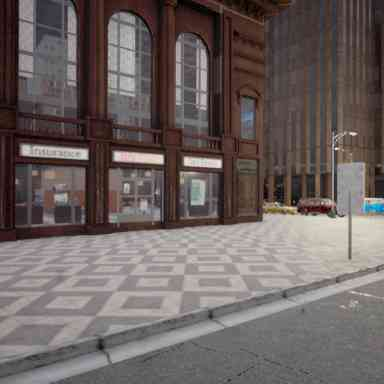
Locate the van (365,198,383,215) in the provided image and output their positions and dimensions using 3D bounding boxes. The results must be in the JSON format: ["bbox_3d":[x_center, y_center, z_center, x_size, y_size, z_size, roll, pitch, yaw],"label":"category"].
[{"bbox_3d":[19.673,1.588,37.597,1.690,1.788,3.998,-1,0,-35],"label":"van"}]

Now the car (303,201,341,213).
[{"bbox_3d":[16.437,1.896,42.193,1.802,1.307,4.206,-1,0,-35],"label":"car"}]

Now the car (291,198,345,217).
[{"bbox_3d":[12.710,1.521,32.679,2.192,1.841,5.009,0,0,-35],"label":"car"}]

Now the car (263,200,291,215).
[{"bbox_3d":[9.570,1.797,37.136,1.752,1.417,4.829,0,0,-35],"label":"car"}]

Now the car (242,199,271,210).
[{"bbox_3d":[9.956,1.890,51.388,1.967,1.590,4.097,-1,0,-35],"label":"car"}]
